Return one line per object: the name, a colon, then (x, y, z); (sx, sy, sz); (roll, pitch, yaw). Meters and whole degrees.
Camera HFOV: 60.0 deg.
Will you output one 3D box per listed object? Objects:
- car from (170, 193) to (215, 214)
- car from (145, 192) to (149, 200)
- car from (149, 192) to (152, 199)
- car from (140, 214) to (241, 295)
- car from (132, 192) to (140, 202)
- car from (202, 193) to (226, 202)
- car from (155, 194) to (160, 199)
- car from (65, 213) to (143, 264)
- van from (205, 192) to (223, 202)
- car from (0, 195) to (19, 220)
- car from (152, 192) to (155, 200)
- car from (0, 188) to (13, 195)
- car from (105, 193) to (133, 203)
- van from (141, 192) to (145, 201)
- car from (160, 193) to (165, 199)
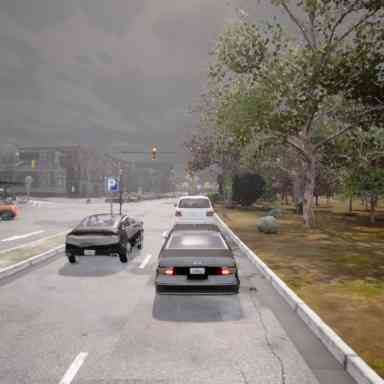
car: (0.129, 1.246, 19.106); (2.150, 2.045, 5.566); (0, 0, 0)
car: (-13.106, 1.323, 76.777); (4.892, 1.521, 2.231); (-1, 0, -14)
car: (-12.736, 1.360, 79.772); (4.674, 1.452, 2.002); (-1, 0, -13)
car: (0.096, 1.556, 8.857); (2.033, 1.411, 5.357); (0, 0, 0)
car: (-13.882, 1.316, 67.812); (5.366, 1.575, 1.946); (-1, 0, -15)
car: (4.582, 1.143, 70.407); (4.553, 1.767, 2.185); (1, 0, -14)
car: (-11.560, 1.358, 88.757); (4.674, 1.452, 2.002); (-1, 0, -12)
car: (-2.901, 1.505, 11.868); (2.128, 1.511, 4.902); (0, 0, 0)
van: (4.202, 1.044, 67.437); (4.442, 1.987, 1.878); (1, 0, -14)
car: (-16.660, 1.405, 27.011); (4.553, 1.767, 2.185); (-1, 0, -19)
car: (-12.368, 1.360, 82.774); (4.674, 1.452, 2.002); (-1, 0, -13)
car: (-31.232, 0.138, 55.667); (2.002, 1.452, 4.674); (6, -3, -19)
car: (-14.523, 1.359, 64.820); (4.792, 1.488, 2.163); (-1, 0, -15)
van: (-13.330, 1.094, 73.805); (4.442, 1.987, 1.878); (-1, 0, -14)
car: (-11.114, 1.066, 91.764); (5.566, 2.045, 2.435); (-1, 0, -12)
